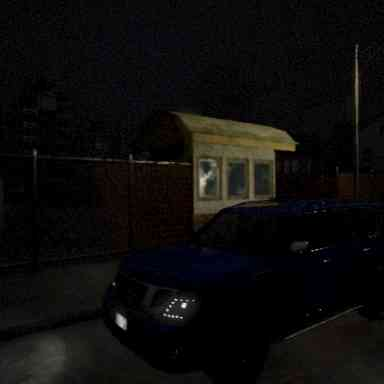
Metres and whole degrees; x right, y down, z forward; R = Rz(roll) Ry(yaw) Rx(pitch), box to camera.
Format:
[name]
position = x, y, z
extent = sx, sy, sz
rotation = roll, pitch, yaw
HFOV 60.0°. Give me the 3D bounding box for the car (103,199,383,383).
[car]
position = 1.395, 1.182, 5.618
extent = 5.566, 2.045, 2.150
rotation = -1, 0, -35
